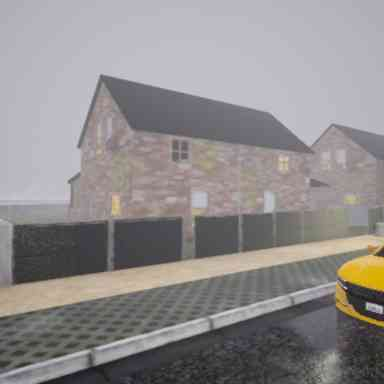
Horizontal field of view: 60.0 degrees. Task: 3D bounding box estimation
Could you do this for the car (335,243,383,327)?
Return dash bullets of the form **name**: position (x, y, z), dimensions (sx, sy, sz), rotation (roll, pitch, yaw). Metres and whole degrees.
- **car**: position (4.803, 1.494, 6.502), dimensions (5.008, 1.535, 1.882), rotation (0, 0, -36)
